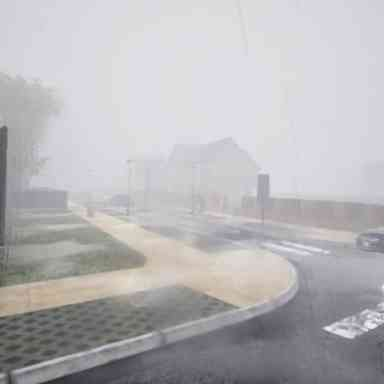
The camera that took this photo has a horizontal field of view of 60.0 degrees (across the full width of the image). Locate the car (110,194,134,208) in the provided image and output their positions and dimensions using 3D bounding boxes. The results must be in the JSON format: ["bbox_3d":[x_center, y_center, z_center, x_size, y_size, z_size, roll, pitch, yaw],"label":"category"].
[{"bbox_3d":[-7.686,0.913,36.520,1.812,1.442,4.674,1,1,-26],"label":"car"}]

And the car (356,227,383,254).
[{"bbox_3d":[8.343,1.615,11.995,4.674,1.442,1.812,2,0,-11],"label":"car"}]

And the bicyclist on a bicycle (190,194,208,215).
[{"bbox_3d":[0.562,1.015,26.397,1.656,1.620,0.582,1,1,-26],"label":"bicyclist on a bicycle"}]

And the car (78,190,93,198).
[{"bbox_3d":[-19.116,0.413,59.681,1.994,1.385,4.181,1,0,-26],"label":"car"}]
